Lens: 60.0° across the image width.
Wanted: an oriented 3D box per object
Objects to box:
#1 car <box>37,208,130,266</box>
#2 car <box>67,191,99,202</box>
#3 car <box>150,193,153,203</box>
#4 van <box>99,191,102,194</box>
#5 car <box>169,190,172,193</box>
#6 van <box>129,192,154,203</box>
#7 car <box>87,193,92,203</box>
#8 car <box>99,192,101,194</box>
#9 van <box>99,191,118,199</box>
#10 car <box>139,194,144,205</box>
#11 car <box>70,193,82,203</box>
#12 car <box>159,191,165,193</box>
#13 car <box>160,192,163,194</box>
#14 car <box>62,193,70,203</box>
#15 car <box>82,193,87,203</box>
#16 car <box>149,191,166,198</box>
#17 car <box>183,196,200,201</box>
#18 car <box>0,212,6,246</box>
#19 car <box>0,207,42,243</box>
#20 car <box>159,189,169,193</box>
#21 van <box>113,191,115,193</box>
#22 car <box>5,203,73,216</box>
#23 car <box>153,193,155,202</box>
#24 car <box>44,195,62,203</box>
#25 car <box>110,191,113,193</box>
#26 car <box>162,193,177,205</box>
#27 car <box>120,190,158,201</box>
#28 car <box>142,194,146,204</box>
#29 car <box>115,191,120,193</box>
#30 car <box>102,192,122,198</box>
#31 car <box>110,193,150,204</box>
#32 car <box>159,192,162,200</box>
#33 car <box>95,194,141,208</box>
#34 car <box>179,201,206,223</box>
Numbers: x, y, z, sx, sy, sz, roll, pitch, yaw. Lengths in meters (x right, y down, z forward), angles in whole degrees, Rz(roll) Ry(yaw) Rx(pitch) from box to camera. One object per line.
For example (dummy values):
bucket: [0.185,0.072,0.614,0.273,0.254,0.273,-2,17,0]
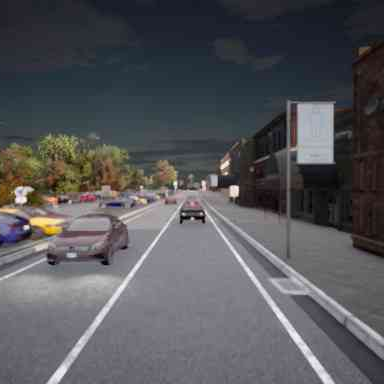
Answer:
car: [-3.382,1.520,11.672,1.812,1.442,4.674,0,0,0]
car: [-21.984,1.041,65.410,5.566,2.045,2.435,0,0,0]
car: [-9.471,1.315,54.237,5.008,1.535,2.097,0,0,0]
van: [-21.860,0.979,74.021,4.442,1.987,1.878,0,1,0]
car: [-9.151,0.821,93.812,5.366,1.575,1.946,0,1,0]
van: [-9.563,1.074,62.713,4.442,1.987,1.878,0,0,0]
car: [-21.993,1.327,62.587,4.792,1.488,2.163,0,0,0]
car: [-21.996,1.284,68.246,5.008,1.535,2.097,0,0,0]
van: [-22.041,0.705,88.141,4.442,1.987,1.878,0,1,0]
car: [-9.508,1.370,45.759,4.674,1.452,2.002,0,0,0]
car: [-22.050,1.308,57.065,4.892,1.521,2.231,0,0,0]
car: [-9.391,1.152,76.862,5.008,1.535,2.097,0,1,0]
car: [-9.404,1.247,74.038,4.674,1.452,2.002,0,1,0]
car: [-22.060,1.316,51.293,5.008,1.535,2.097,0,0,0]
car: [-22.004,1.331,59.764,4.792,1.488,2.163,0,0,0]
car: [-9.378,0.753,90.986,4.553,1.767,2.185,0,1,0]
car: [-0.009,1.302,41.084,2.097,1.767,4.553,0,0,0]
car: [-9.354,1.565,11.390,4.674,1.452,2.002,0,0,0]
car: [-9.378,1.555,14.173,4.792,1.488,2.163,0,0,0]
car: [-9.395,0.737,85.333,5.566,2.045,2.435,0,1,0]
van: [-22.064,0.815,82.492,4.442,1.987,1.878,0,1,0]
car: [-9.161,1.523,16.956,5.366,1.575,1.946,0,0,0]
car: [-9.471,1.310,57.062,5.008,1.535,2.097,0,0,0]
car: [-22.044,1.196,48.593,4.553,1.767,2.185,0,0,0]
car: [-21.926,0.972,79.547,4.553,1.767,2.185,0,1,0]
car: [-3.434,1.356,54.764,1.882,1.535,5.008,0,0,0]
car: [-9.428,1.054,59.887,5.566,2.045,2.435,0,0,0]
car: [-9.498,1.365,48.585,4.674,1.452,2.002,0,0,0]
car: [-21.942,0.987,85.320,4.892,1.521,2.231,0,1,0]
car: [-21.921,0.879,90.842,5.008,1.535,2.097,0,1,0]
car: [-9.671,1.317,51.411,5.366,1.575,1.946,0,0,0]
car: [-9.419,1.297,71.204,4.674,1.452,2.002,0,1,0]
car: [-9.544,1.364,42.933,4.792,1.488,2.163,0,0,0]
car: [0.031,1.586,25.534,1.895,1.301,4.718,0,0,0]
